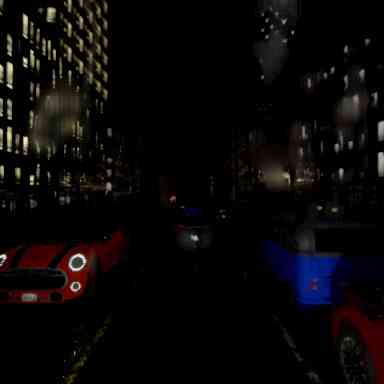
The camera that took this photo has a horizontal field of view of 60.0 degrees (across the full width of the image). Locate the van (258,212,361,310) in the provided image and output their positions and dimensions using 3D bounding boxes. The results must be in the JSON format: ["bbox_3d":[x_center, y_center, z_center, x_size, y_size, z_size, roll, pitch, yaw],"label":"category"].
[{"bbox_3d":[2.687,1.413,7.704,1.690,1.788,3.998,-1,-1,0],"label":"van"}]

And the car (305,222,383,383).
[{"bbox_3d":[2.682,1.335,2.021,2.192,1.841,5.009,-1,-1,0],"label":"car"}]

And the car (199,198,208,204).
[{"bbox_3d":[2.754,2.179,81.588,1.967,1.590,4.097,-1,-1,0],"label":"car"}]

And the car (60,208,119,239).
[{"bbox_3d":[-5.681,1.725,19.077,2.008,1.369,4.403,-1,-1,0],"label":"car"}]

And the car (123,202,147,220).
[{"bbox_3d":[-5.671,1.828,30.443,2.008,1.369,4.403,-1,-1,0],"label":"car"}]

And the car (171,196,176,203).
[{"bbox_3d":[-5.625,2.288,81.594,2.008,1.369,4.403,-1,-1,0],"label":"car"}]

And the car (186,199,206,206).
[{"bbox_3d":[0.131,1.783,33.446,1.882,1.535,5.008,0,-1,0],"label":"car"}]

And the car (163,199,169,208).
[{"bbox_3d":[-5.646,2.058,58.691,1.752,1.417,4.829,-1,-1,0],"label":"car"}]

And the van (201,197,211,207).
[{"bbox_3d":[2.738,1.928,64.538,1.690,1.788,3.998,-1,-1,0],"label":"van"}]

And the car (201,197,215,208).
[{"bbox_3d":[2.733,1.850,58.856,2.192,1.841,5.009,-1,-1,0],"label":"car"}]

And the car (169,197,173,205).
[{"bbox_3d":[-5.636,2.202,70.227,1.947,1.339,4.313,-1,-1,0],"label":"car"}]

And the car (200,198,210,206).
[{"bbox_3d":[2.744,2.077,70.221,1.967,1.590,4.097,-1,-1,0],"label":"car"}]

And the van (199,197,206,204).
[{"bbox_3d":[2.758,2.130,87.271,1.690,1.788,3.998,-1,-1,0],"label":"van"}]

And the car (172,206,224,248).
[{"bbox_3d":[0.114,1.635,15.523,2.128,1.511,4.902,0,0,0],"label":"car"}]

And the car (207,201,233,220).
[{"bbox_3d":[2.710,1.829,30.435,2.008,1.369,4.403,-1,-1,0],"label":"car"}]

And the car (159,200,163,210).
[{"bbox_3d":[-5.657,1.872,47.494,1.967,1.590,4.097,-1,-1,0],"label":"car"}]

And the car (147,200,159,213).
[{"bbox_3d":[-5.661,1.962,41.809,1.802,1.307,4.206,-1,-1,0],"label":"car"}]

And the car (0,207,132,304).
[{"bbox_3d":[-3.091,1.431,8.575,2.097,1.767,4.553,0,-1,0],"label":"car"}]

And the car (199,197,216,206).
[{"bbox_3d":[2.727,1.799,53.172,2.192,1.841,5.009,-1,-1,0],"label":"car"}]
